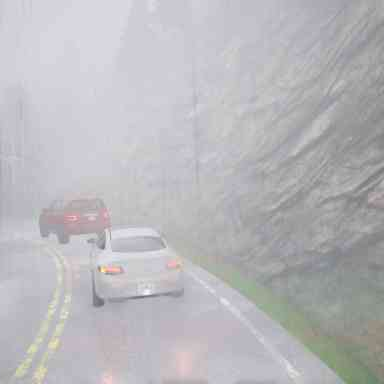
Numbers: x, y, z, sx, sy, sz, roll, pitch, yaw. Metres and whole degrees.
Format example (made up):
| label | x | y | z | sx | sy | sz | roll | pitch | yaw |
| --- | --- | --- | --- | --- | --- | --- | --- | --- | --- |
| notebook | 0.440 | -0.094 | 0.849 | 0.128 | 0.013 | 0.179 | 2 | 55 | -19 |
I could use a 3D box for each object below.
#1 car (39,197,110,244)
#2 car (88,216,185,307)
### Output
| label | x | y | z | sx | sy | sz | roll | pitch | yaw |
| --- | --- | --- | --- | --- | --- | --- | --- | --- | --- |
| car | -6.012 | 1.295 | 16.710 | 2.150 | 2.045 | 5.566 | -3 | 1 | -37 |
| car | -1.497 | 1.530 | 8.079 | 1.812 | 1.442 | 4.674 | -1 | 0 | -17 |
